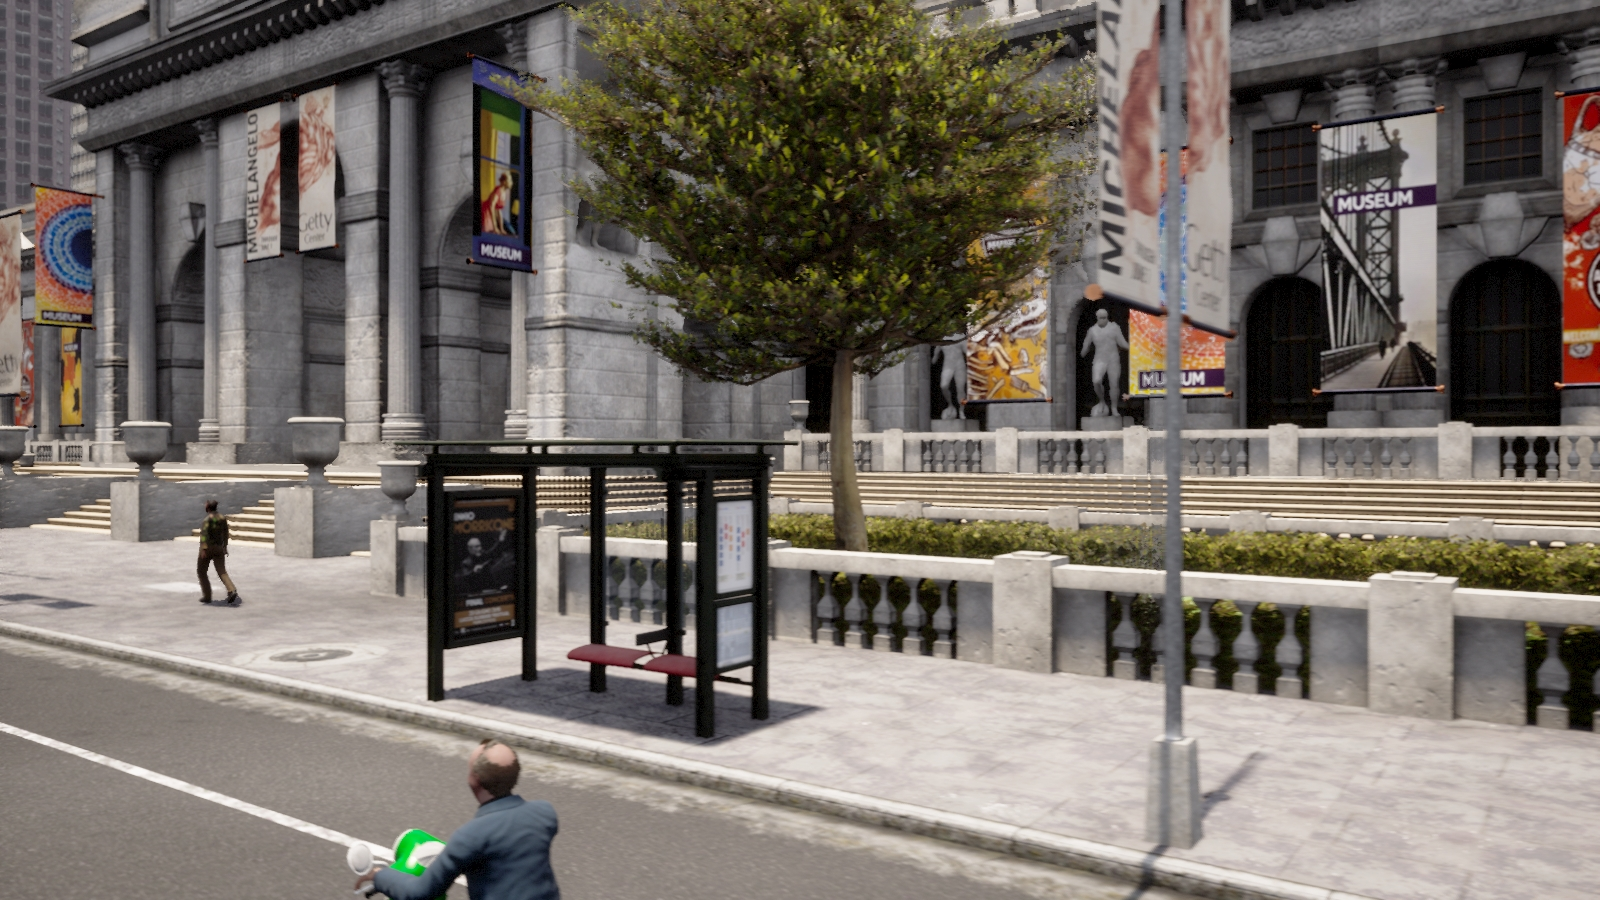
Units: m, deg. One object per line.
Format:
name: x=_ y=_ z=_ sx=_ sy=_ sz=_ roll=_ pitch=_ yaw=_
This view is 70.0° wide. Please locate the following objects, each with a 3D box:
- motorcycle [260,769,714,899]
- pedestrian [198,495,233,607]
motorcycle: x=-1.329 y=2.182 z=4.724 sx=1.805 sy=1.236 sz=0.856 roll=0 pitch=0 yaw=35
pedestrian: x=-9.933 y=1.696 z=19.417 sx=0.375 sy=1.860 sz=0.375 roll=0 pitch=0 yaw=27
